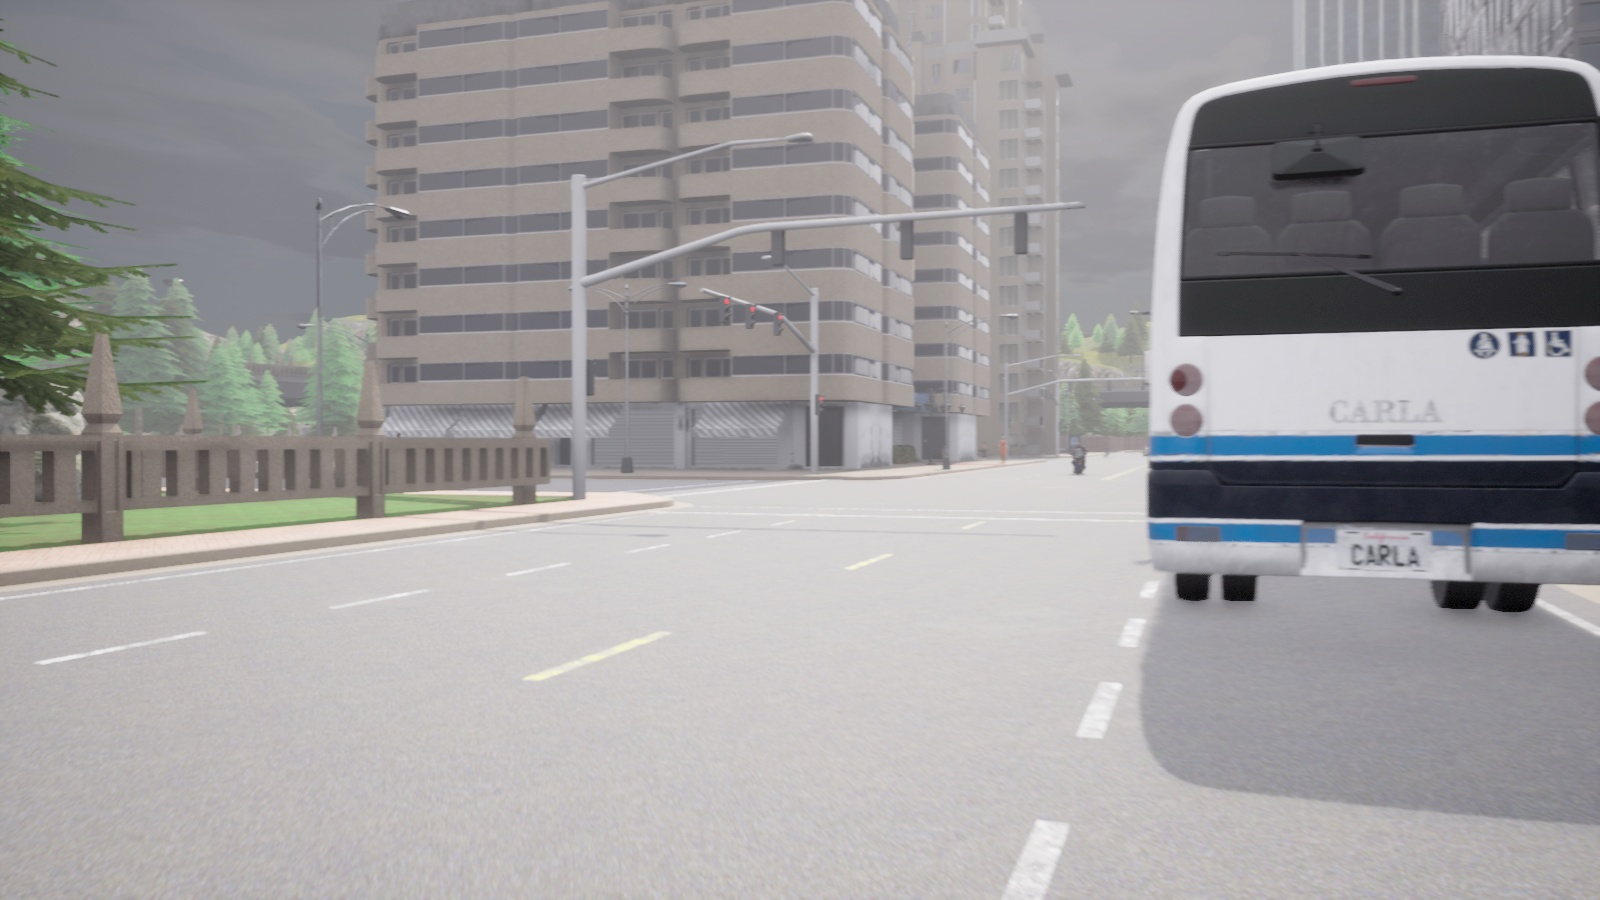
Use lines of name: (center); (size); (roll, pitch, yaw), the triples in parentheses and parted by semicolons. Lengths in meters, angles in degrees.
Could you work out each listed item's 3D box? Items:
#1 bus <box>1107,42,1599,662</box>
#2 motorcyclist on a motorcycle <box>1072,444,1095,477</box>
bus: (5.844, -0.701, 13.910); (3.944, 4.253, 10.273); (0, 0, 18)
motorcyclist on a motorcycle: (13.279, 0.477, 58.824); (0.866, 1.530, 2.191); (0, 0, 18)
